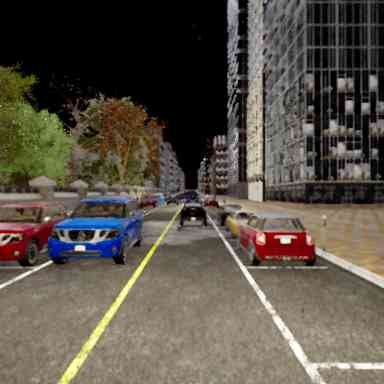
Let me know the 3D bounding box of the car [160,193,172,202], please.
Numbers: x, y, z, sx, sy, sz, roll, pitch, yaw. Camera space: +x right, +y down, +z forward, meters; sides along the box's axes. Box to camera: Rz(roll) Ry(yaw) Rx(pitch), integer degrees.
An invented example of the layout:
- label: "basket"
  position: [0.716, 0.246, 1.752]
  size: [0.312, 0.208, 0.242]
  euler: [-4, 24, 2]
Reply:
- label: "car"
  position: [-5.706, 1.118, 72.966]
  size: [2.192, 1.841, 5.009]
  euler: [1, 0, 0]

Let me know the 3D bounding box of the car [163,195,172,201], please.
- label: "car"
  position: [-5.710, 1.326, 78.581]
  size: [1.887, 1.381, 4.507]
  euler: [1, 0, 0]

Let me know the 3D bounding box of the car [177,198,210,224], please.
- label: "car"
  position: [0.092, 1.460, 23.998]
  size: [1.837, 1.490, 4.892]
  euler: [0, 0, 0]

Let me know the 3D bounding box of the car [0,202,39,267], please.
- label: "car"
  position: [-5.686, 1.295, 11.531]
  size: [2.192, 1.841, 5.009]
  euler: [1, 0, 0]

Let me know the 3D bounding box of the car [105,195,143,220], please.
- label: "car"
  position: [-5.691, 1.258, 28.579]
  size: [2.192, 1.841, 5.009]
  euler: [1, 0, 0]

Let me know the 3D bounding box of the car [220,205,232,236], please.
- label: "car"
  position: [2.691, 1.494, 17.344]
  size: [1.752, 1.417, 4.829]
  euler: [1, 0, 0]

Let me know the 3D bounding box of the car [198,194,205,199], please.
- label: "car"
  position: [2.664, 1.254, 95.399]
  size: [1.887, 1.381, 4.507]
  euler: [1, 0, 0]

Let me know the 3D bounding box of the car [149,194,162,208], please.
- label: "car"
  position: [-5.696, 1.212, 44.897]
  size: [2.192, 1.841, 5.009]
  euler: [1, 0, 0]

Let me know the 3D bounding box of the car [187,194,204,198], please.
- label: "car"
  position: [0.086, 1.259, 41.686]
  size: [2.097, 1.767, 4.553]
  euler: [0, 0, 0]

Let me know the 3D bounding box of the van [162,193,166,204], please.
- label: "van"
  position: [-5.700, 1.202, 56.124]
  size: [1.690, 1.788, 3.998]
  euler: [1, 0, 0]

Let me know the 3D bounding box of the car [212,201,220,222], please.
- label: "car"
  position: [2.688, 1.523, 22.854]
  size: [1.947, 1.339, 4.313]
  euler: [1, 0, 0]

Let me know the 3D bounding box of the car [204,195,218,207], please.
- label: "car"
  position: [2.681, 1.480, 44.841]
  size: [1.802, 1.307, 4.206]
  euler: [1, 0, 0]

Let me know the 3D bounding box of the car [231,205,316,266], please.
- label: "car"
  position: [2.694, 1.421, 11.493]
  size: [1.967, 1.590, 4.097]
  euler: [1, 0, 0]

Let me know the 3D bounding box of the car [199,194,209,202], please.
- label: "car"
  position: [2.673, 1.244, 72.929]
  size: [1.967, 1.590, 4.097]
  euler: [1, 0, 0]

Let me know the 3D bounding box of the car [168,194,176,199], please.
- label: "car"
  position: [-5.716, 1.235, 95.252]
  size: [1.752, 1.417, 4.829]
  euler: [1, 0, 0]

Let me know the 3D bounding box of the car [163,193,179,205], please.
- label: "car"
  position: [-3.092, 1.373, 53.788]
  size: [1.837, 1.490, 4.892]
  euler: [0, 0, 0]

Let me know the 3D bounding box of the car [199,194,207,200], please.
- label: "car"
  position: [2.668, 1.304, 84.164]
  size: [1.887, 1.381, 4.507]
  euler: [1, 0, 0]

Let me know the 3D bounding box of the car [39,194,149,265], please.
- label: "car"
  position: [-3.106, 1.200, 11.991]
  size: [2.150, 2.045, 5.566]
  euler: [0, 0, 0]

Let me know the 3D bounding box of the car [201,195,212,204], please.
- label: "car"
  position: [2.676, 1.369, 61.864]
  size: [1.752, 1.417, 4.829]
  euler: [1, 0, 0]

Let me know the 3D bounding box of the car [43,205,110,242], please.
- label: "car"
  position: [-5.689, 1.494, 17.043]
  size: [1.752, 1.417, 4.829]
  euler: [1, 0, 0]
